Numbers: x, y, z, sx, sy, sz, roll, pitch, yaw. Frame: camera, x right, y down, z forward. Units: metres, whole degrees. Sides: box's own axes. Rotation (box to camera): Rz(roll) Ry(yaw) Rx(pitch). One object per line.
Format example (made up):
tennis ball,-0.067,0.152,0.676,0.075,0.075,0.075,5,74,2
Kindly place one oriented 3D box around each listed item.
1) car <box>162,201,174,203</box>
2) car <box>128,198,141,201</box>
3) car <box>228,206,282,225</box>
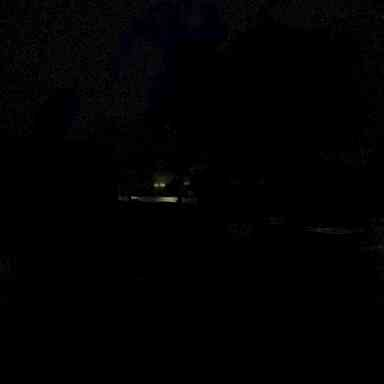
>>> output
car,-2.600,1.745,36.253,1.812,1.442,4.674,-1,1,-32
car,-9.465,1.826,53.814,1.837,1.490,4.892,-1,0,-28
car,4.494,1.727,25.244,1.895,1.301,4.718,-1,0,-34
